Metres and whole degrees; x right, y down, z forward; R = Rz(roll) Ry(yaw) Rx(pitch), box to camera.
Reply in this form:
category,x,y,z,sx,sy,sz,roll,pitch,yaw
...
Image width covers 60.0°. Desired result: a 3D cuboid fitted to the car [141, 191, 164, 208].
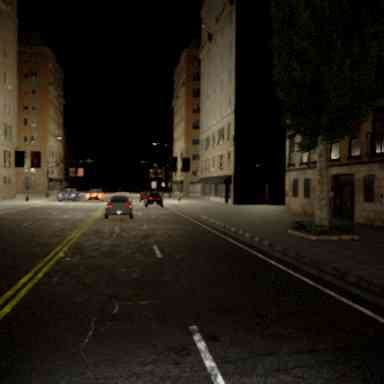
category,x,y,z,sx,sy,sz,roll,pitch,yaw
car,-4.098,0.810,35.131,1.837,1.490,4.892,1,1,-11

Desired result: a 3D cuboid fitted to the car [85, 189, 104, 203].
category,x,y,z,sx,sy,sz,roll,pitch,yaw
car,-12.344,0.411,42.551,2.097,1.767,4.553,1,1,-11

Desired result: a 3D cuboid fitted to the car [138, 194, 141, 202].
category,x,y,z,sx,sy,sz,roll,pitch,yaw
car,-6.150,0.624,45.027,1.812,1.442,4.674,1,1,-11

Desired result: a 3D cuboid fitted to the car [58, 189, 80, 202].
category,x,y,z,sx,sy,sz,roll,pitch,yaw
car,-15.600,0.372,42.279,2.097,1.767,4.553,1,1,-11

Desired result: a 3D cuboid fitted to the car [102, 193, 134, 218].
category,x,y,z,sx,sy,sz,roll,pitch,yaw
car,-5.142,1.028,23.624,1.812,1.442,4.674,1,1,-11
